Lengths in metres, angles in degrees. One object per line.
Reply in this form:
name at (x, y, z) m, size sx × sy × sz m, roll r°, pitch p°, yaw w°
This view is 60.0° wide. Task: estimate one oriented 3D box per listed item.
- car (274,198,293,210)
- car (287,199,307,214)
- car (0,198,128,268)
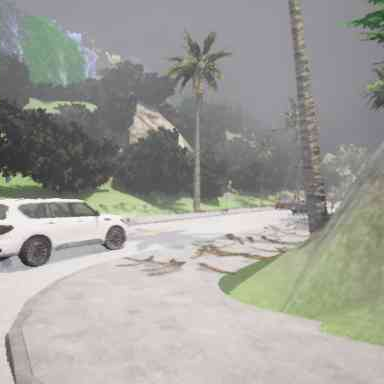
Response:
car at (11.952, 1.498, 41.701) m, size 1.882 × 1.535 × 5.008 m, roll 0°, pitch 0°, yaw 36°
car at (11.774, 1.615, 34.248) m, size 1.895 × 1.301 × 4.718 m, roll 0°, pitch 0°, yaw 36°
car at (-4.738, 1.238, 11.782) m, size 2.150 × 2.045 × 5.566 m, roll -1°, pitch -1°, yaw 31°
